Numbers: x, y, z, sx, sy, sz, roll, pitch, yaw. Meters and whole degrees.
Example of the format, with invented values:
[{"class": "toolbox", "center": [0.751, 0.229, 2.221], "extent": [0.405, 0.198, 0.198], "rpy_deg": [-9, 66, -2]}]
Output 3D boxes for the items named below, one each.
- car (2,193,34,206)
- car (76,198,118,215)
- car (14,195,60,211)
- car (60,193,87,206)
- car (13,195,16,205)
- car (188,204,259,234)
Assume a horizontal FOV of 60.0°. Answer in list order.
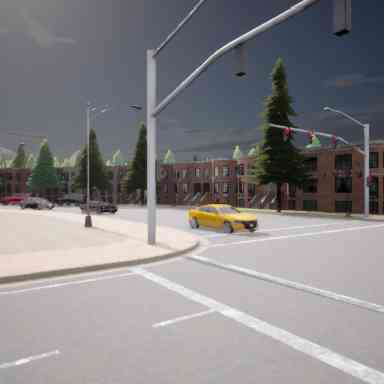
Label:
[{"class": "car", "center": [-29.032, 1.221, 55.923], "extent": [5.566, 2.045, 2.150], "rpy_deg": [0, 0, 10]}, {"class": "car", "center": [-9.515, 1.601, 33.940], "extent": [4.718, 1.301, 1.895], "rpy_deg": [0, 0, 44]}, {"class": "car", "center": [-19.293, 1.491, 41.382], "extent": [4.902, 1.511, 2.128], "rpy_deg": [0, 0, 28]}, {"class": "car", "center": [-18.913, 1.221, 52.870], "extent": [5.566, 2.045, 2.150], "rpy_deg": [0, 0, 23]}, {"class": "car", "center": [-24.170, 1.547, 51.137], "extent": [5.357, 1.411, 2.033], "rpy_deg": [0, 0, 17]}, {"class": "car", "center": [1.701, 1.478, 19.422], "extent": [1.882, 1.535, 5.008], "rpy_deg": [0, 0, -35]}]
